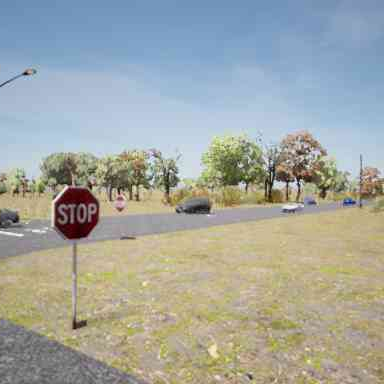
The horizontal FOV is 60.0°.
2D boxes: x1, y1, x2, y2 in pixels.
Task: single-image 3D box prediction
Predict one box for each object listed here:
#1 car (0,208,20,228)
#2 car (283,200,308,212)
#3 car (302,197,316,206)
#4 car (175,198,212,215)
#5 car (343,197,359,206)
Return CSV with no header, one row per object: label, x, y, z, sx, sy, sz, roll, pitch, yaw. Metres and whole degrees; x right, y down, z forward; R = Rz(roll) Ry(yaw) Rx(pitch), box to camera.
car,-13.829,1.702,21.522,2.128,1.511,4.902,1,0,36
car,15.308,2.290,49.920,1.895,1.301,4.718,1,0,36
car,27.682,2.205,79.002,2.150,2.045,5.566,1,0,36
car,0.267,1.770,41.035,2.150,2.045,5.566,1,1,36
car,39.569,2.393,83.509,2.150,2.045,5.566,1,0,36
